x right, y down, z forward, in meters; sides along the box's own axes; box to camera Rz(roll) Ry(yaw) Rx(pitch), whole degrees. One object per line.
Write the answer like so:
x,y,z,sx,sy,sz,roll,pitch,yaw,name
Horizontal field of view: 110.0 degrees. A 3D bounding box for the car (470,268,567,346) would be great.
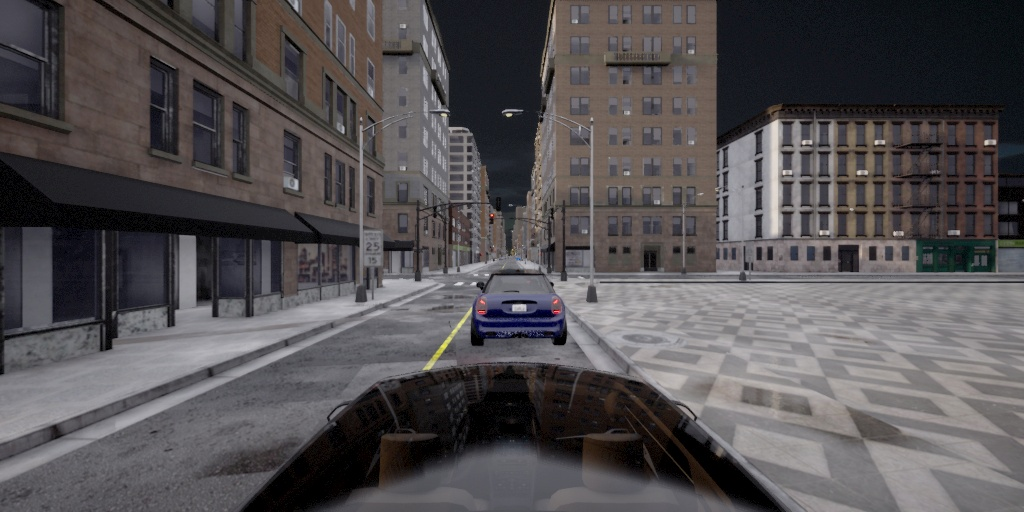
0.099,1.106,9.606,2.097,1.767,4.553,0,0,-1,car
